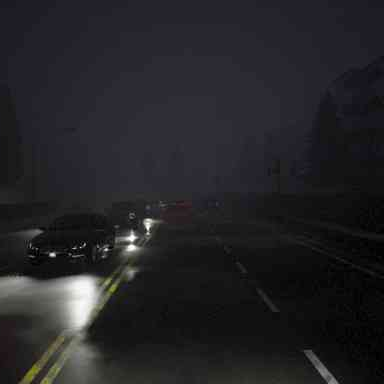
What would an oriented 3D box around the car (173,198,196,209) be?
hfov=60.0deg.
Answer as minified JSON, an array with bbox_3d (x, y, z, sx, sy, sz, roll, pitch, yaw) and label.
[{"bbox_3d":[-1.098,1.564,47.529,1.994,1.385,4.181,0,0,-22],"label":"car"}]

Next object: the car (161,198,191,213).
[{"bbox_3d":[-1.885,1.491,37.417,2.128,1.511,4.902,0,0,-10],"label":"car"}]

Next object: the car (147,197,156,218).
[{"bbox_3d":[-4.681,1.352,30.411,2.097,1.767,4.553,0,0,-4],"label":"car"}]

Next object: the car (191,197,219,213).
[{"bbox_3d":[1.555,1.352,37.753,2.097,1.767,4.553,0,0,-9],"label":"car"}]

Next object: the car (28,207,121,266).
[{"bbox_3d":[-3.946,1.505,11.657,1.837,1.490,4.892,0,0,-2],"label":"car"}]

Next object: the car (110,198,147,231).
[{"bbox_3d":[-4.258,1.352,20.715,2.097,1.767,4.553,0,0,-2],"label":"car"}]

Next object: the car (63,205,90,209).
[{"bbox_3d":[-7.830,1.564,22.749,1.994,1.385,4.181,0,0,-2],"label":"car"}]

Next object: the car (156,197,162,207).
[{"bbox_3d":[-4.854,1.505,47.238,1.837,1.490,4.892,0,0,-22],"label":"car"}]
